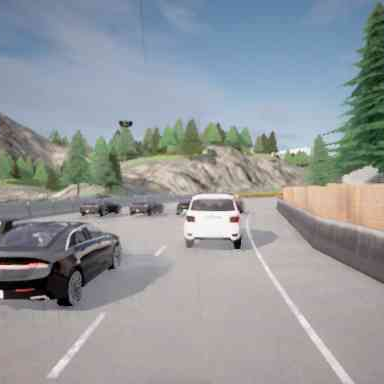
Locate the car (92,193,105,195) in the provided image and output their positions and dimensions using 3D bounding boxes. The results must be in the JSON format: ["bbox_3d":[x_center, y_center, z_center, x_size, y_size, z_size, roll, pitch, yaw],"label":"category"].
[{"bbox_3d":[-16.962,1.016,59.429,2.128,1.511,4.902,0,0,21],"label":"car"}]

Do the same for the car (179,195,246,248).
[{"bbox_3d":[0.998,1.116,14.411,2.150,2.045,5.566,0,0,6],"label":"car"}]

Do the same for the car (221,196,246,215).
[{"bbox_3d":[4.060,1.247,32.023,1.882,1.535,5.008,0,0,13],"label":"car"}]

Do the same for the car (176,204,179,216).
[{"bbox_3d":[-0.065,1.284,29.629,1.837,1.490,4.892,0,0,12],"label":"car"}]

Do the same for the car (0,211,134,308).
[{"bbox_3d":[-3.057,1.426,7.796,2.128,1.511,4.902,0,0,3],"label":"car"}]

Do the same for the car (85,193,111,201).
[{"bbox_3d":[-18.410,1.018,65.318,2.033,1.411,5.357,0,0,21],"label":"car"}]

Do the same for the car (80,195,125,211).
[{"bbox_3d":[-7.556,1.268,27.849,2.128,1.511,4.902,0,0,10],"label":"car"}]

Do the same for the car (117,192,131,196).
[{"bbox_3d":[-12.718,0.874,60.705,2.097,1.767,4.553,0,0,22],"label":"car"}]

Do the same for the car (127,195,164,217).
[{"bbox_3d":[-3.819,1.270,28.709,2.128,1.511,4.902,0,0,11],"label":"car"}]

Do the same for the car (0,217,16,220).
[{"bbox_3d":[-6.320,1.503,11.316,1.895,1.301,4.718,0,0,5],"label":"car"}]
